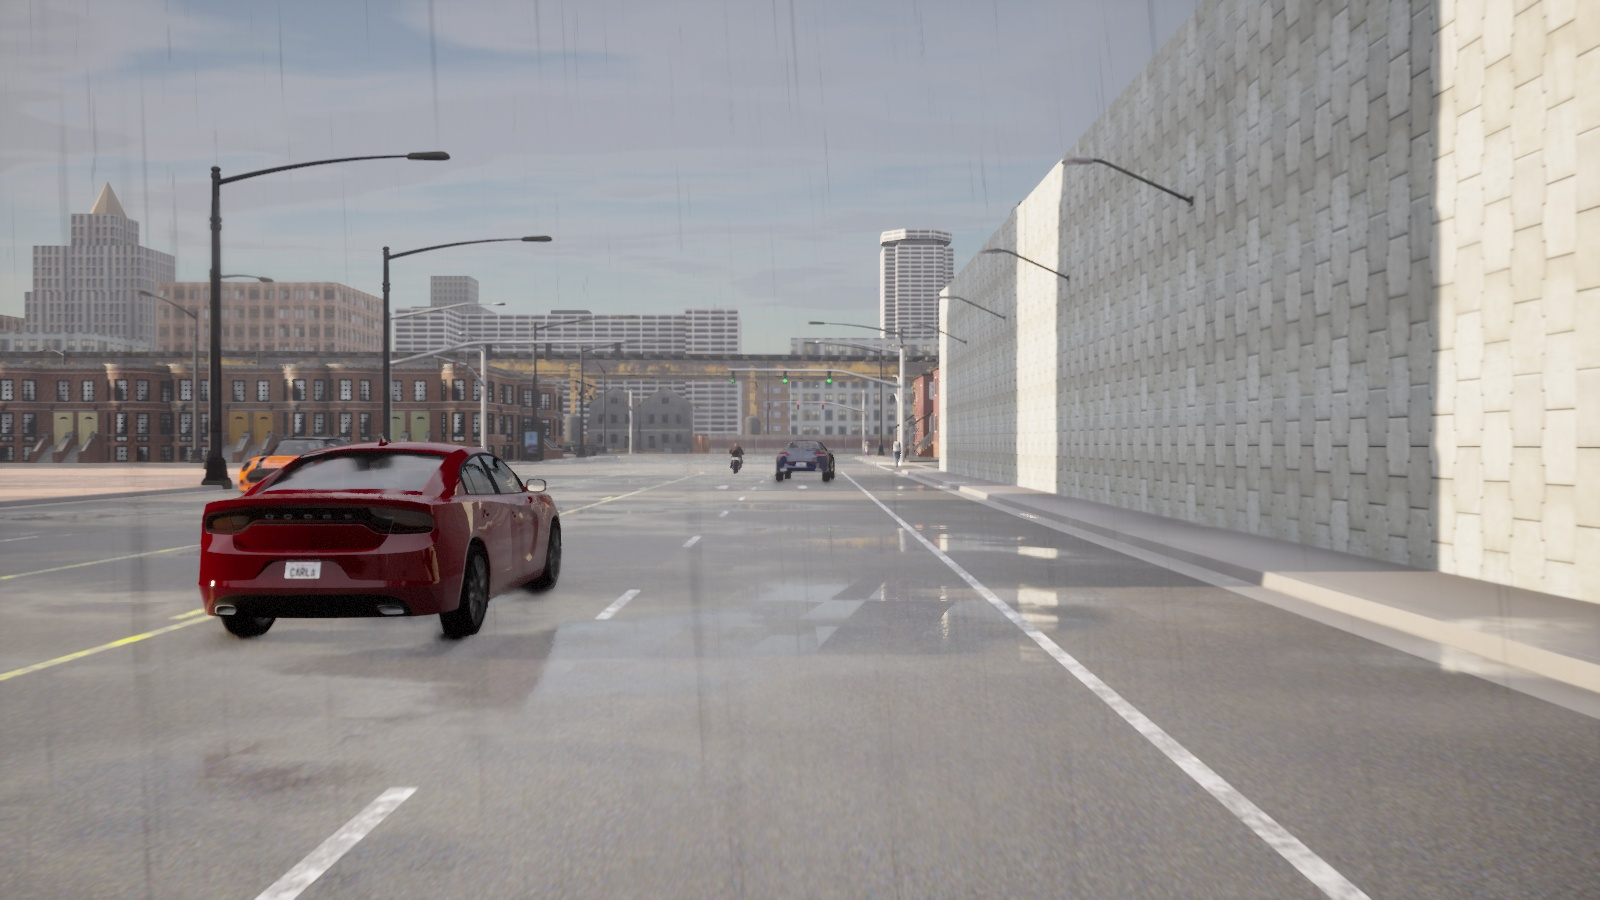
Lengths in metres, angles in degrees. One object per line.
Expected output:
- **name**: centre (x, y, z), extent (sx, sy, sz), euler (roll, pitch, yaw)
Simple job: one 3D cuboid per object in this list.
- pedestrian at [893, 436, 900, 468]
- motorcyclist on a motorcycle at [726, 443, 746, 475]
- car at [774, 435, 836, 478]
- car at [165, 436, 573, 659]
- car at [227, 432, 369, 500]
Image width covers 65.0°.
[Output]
- **pedestrian**: centre (5.562, 0.090, 72.292), extent (0.354, 1.836, 0.706), euler (0, 0, 2)
- **motorcyclist on a motorcycle**: centre (-3.134, 0.430, 61.837), extent (0.866, 1.530, 2.191), euler (0, 0, 0)
- **car**: centre (0.255, 0.238, 50.901), extent (2.152, 1.651, 5.027), euler (0, 0, 5)
- **car**: centre (-3.422, 0.659, 11.152), extent (1.882, 1.535, 5.008), euler (0, 0, 0)
- **car**: centre (-13.788, 0.398, 34.804), extent (2.097, 1.767, 4.553), euler (0, 0, 0)
